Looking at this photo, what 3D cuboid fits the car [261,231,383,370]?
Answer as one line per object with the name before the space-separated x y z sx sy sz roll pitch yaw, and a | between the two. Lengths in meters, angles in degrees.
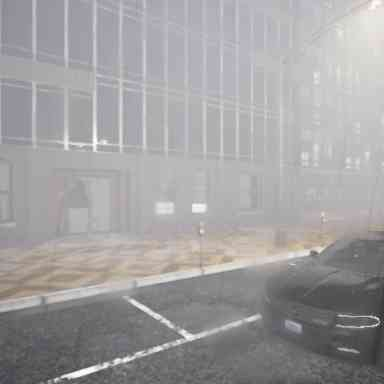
car | 3.342 1.461 5.763 5.008 1.535 1.882 0 0 -36
